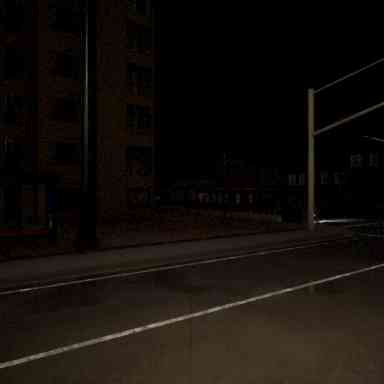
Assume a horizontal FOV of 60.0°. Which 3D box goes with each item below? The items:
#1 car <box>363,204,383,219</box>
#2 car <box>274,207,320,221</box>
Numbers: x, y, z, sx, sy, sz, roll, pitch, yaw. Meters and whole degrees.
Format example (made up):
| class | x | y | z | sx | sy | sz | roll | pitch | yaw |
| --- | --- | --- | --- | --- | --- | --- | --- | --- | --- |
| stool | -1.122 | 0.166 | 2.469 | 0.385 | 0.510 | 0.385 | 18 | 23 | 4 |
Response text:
| class | x | y | z | sx | sy | sz | roll | pitch | yaw |
| --- | --- | --- | --- | --- | --- | --- | --- | --- | --- |
| car | 16.766 | 1.492 | 27.550 | 2.128 | 1.511 | 4.902 | 0 | -2 | -36 |
| car | 9.656 | 2.053 | 30.988 | 1.994 | 1.385 | 4.181 | 0 | -4 | -36 |
